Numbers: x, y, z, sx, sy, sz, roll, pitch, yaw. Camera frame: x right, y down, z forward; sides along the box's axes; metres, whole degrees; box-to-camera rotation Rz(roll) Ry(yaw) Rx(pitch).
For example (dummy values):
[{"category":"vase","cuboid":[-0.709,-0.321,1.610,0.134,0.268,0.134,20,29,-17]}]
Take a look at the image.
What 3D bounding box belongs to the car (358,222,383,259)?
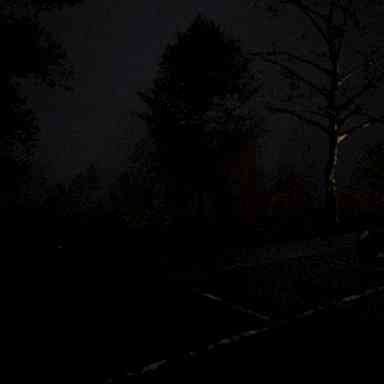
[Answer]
[{"category":"car","cuboid":[7.511,1.436,11.440,4.097,1.590,1.967,0,1,-35]}]
